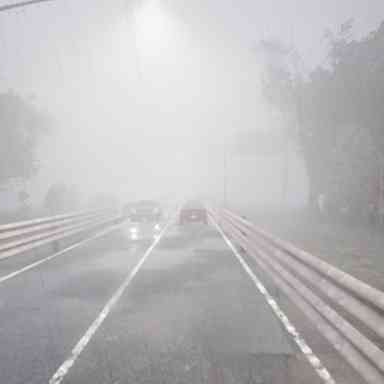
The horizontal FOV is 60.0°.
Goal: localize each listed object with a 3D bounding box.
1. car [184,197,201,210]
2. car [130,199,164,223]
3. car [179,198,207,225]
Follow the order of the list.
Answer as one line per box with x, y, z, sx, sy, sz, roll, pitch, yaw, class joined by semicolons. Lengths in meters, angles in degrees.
0.068;1.473;42.537;2.128;1.511;4.902;0;0;0;car
-3.358;1.341;25.375;2.097;1.767;4.553;0;0;0;car
0.088;1.467;24.326;1.882;1.535;5.008;0;0;0;car
